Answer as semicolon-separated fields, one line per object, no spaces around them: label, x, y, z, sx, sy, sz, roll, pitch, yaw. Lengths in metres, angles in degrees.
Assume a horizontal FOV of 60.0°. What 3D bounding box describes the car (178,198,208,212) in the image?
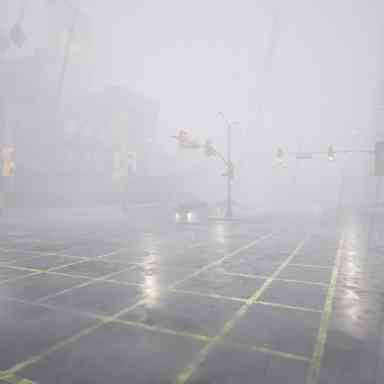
car;0.160;1.476;39.531;1.882;1.535;5.008;0;0;27

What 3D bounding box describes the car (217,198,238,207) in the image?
car;5.441;1.598;50.782;1.895;1.301;4.718;0;0;25
